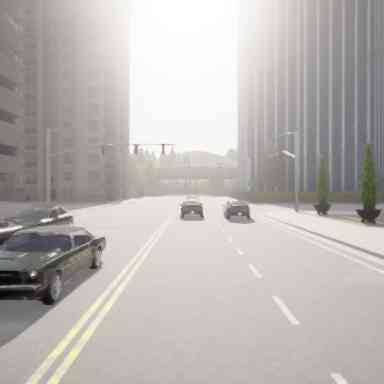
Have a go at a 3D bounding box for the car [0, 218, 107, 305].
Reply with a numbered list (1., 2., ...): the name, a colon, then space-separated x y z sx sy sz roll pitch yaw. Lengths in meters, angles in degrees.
1. car: -3.581 1.559 8.133 1.895 1.301 4.718 0 0 0

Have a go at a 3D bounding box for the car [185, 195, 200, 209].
1. car: 0.106 1.257 43.508 1.882 1.535 5.008 0 1 0

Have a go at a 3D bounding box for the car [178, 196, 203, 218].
1. car: -0.099 1.359 28.876 1.837 1.490 4.892 0 0 -3

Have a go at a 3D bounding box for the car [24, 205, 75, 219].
1. car: -7.044 1.426 15.537 1.837 1.490 4.892 0 0 0

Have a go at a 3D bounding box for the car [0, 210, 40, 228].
1. car: -6.999 1.508 10.836 1.994 1.385 4.181 0 0 0

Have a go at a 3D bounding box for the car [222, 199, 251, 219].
1. car: 3.572 1.367 27.108 1.837 1.490 4.892 0 0 0
